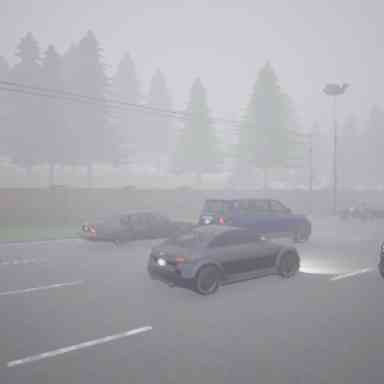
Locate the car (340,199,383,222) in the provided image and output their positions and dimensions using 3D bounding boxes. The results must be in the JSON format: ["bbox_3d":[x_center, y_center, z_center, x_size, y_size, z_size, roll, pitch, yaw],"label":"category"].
[{"bbox_3d":[13.874,1.390,26.542,4.553,1.767,2.097,0,0,-35],"label":"car"}]

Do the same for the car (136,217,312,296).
[{"bbox_3d":[0.950,1.573,8.747,4.181,1.385,1.994,0,0,-35],"label":"car"}]

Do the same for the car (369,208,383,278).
[{"bbox_3d":[6.915,1.367,8.687,4.553,1.767,2.097,0,0,-35],"label":"car"}]

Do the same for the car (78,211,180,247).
[{"bbox_3d":[-2.270,1.557,15.041,5.357,1.411,2.033,0,0,-35],"label":"car"}]

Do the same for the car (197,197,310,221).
[{"bbox_3d":[2.780,1.237,14.333,5.566,2.045,2.150,0,0,-35],"label":"car"}]
